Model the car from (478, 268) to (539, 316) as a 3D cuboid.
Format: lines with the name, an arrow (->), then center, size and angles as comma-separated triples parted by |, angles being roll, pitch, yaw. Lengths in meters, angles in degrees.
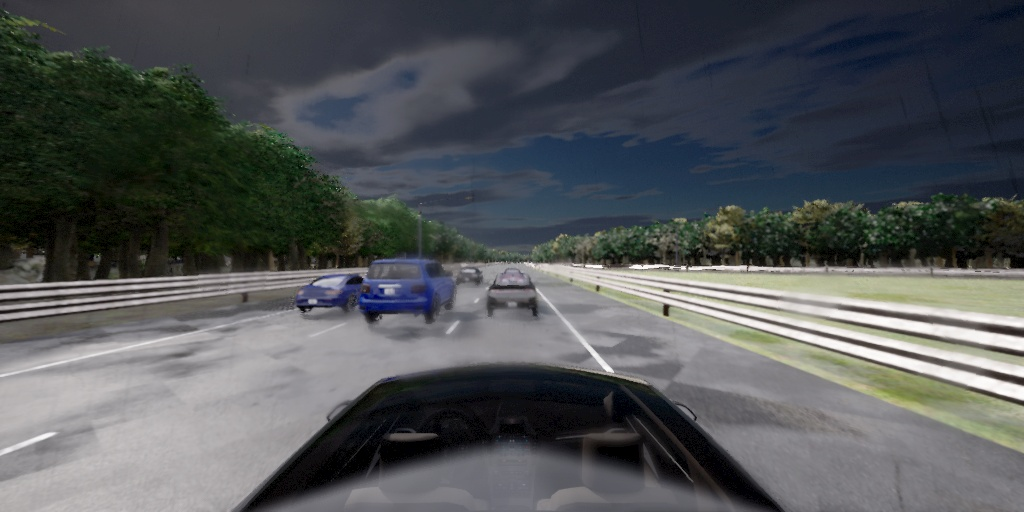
car -> 0.041, 1.412, 14.157 | 2.128, 1.511, 4.902 | 0, -1, 0

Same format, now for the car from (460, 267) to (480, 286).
car -> -3.456, 1.669, 29.939 | 1.812, 1.442, 4.674 | 0, -1, 0

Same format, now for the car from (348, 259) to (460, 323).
car -> -3.472, 1.129, 12.930 | 2.150, 2.045, 5.566 | 0, 0, 0

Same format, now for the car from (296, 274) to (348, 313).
car -> -6.956, 1.456, 14.847 | 1.812, 1.442, 4.674 | 0, -1, 0

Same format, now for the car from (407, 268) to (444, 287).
car -> -6.959, 1.701, 29.381 | 1.994, 1.385, 4.181 | 0, -1, 0
